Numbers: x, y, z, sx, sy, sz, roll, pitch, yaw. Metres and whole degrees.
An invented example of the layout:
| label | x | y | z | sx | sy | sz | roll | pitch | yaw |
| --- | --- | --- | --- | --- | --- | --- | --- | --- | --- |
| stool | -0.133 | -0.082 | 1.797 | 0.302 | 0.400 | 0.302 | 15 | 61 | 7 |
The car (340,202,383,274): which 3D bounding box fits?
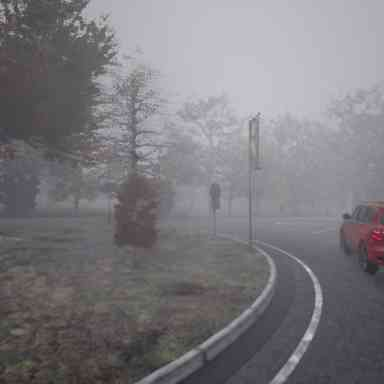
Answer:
| label | x | y | z | sx | sy | sz | roll | pitch | yaw |
| --- | --- | --- | --- | --- | --- | --- | --- | --- | --- |
| car | 6.338 | 1.312 | 10.752 | 2.150 | 2.045 | 5.566 | 0 | 0 | 15 |
